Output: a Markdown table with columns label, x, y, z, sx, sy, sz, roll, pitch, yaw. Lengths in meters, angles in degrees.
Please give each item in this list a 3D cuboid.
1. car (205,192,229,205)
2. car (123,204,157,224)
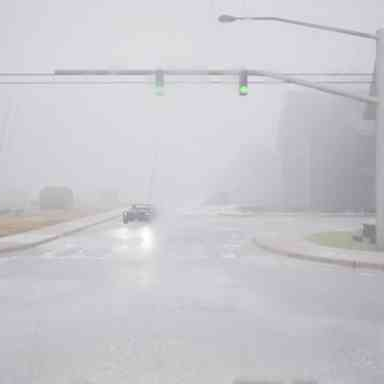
| label | x | y | z | sx | sy | sz | roll | pitch | yaw |
| --- | --- | --- | --- | --- | --- | --- | --- | --- | --- |
| car | 3.945 | 0.989 | 52.638 | 1.905 | 1.878 | 3.866 | -8 | 4 | -42 |
| car | -3.679 | 1.521 | 24.023 | 1.895 | 1.301 | 4.718 | 0 | 0 | 0 |
